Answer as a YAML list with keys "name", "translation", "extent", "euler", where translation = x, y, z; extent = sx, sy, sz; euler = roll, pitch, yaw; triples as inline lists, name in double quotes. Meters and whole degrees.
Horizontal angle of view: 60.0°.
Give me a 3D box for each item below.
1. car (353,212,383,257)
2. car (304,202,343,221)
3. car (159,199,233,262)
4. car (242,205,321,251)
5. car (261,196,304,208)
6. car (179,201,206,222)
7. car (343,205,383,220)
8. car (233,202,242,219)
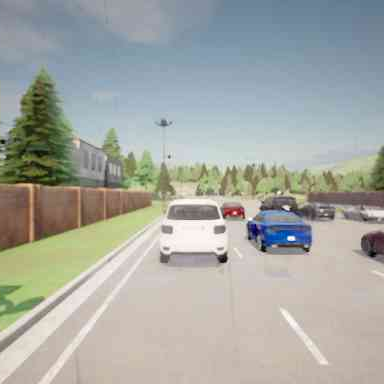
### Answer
- name: "car"
  translation: [7.047, 1.570, 10.209]
  extent: [1.812, 1.442, 4.674]
  euler: [0, 0, 1]
- name: "car"
  translation: [10.571, 1.615, 28.541]
  extent: [2.128, 1.511, 4.902]
  euler: [0, 0, 0]
- name: "car"
  translation: [0.065, 1.278, 12.422]
  extent: [2.150, 2.045, 5.566]
  euler: [0, 0, 0]
- name: "car"
  translation: [3.575, 1.540, 14.397]
  extent: [1.882, 1.535, 5.008]
  euler: [0, -1, 0]
- name: "car"
  translation: [7.064, 1.342, 27.389]
  extent: [2.150, 2.045, 5.566]
  euler: [0, 0, 0]
- name: "car"
  translation: [0.071, 1.615, 28.523]
  extent: [2.128, 1.511, 4.902]
  euler: [0, 0, 0]
- name: "car"
  translation: [14.062, 1.718, 27.086]
  extent: [1.895, 1.301, 4.718]
  euler: [0, 0, 0]
- name: "car"
  translation: [3.578, 1.607, 30.109]
  extent: [1.882, 1.535, 5.008]
  euler: [0, 0, 0]
